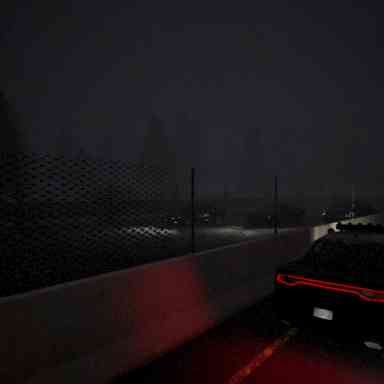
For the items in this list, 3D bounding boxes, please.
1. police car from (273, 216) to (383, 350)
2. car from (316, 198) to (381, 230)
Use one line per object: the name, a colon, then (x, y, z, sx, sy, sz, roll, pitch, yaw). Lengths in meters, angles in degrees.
police car: (3.421, 1.424, 6.424, 1.930, 1.638, 5.238, 0, 0, 40)
car: (10.213, 1.347, 21.587, 4.553, 1.767, 2.097, 0, 0, -40)
